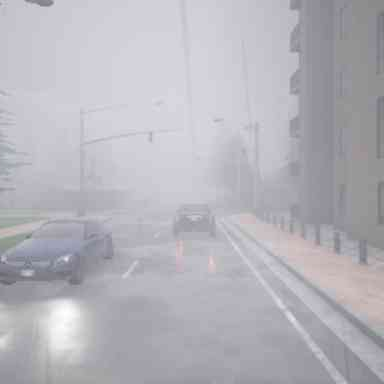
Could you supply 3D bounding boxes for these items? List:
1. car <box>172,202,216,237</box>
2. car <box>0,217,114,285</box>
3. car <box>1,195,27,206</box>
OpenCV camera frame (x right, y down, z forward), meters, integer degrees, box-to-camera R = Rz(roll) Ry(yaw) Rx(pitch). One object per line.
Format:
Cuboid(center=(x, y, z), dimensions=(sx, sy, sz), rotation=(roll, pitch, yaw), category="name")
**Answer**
Cuboid(center=(0.108, 1.282, 17.724), dimensions=(2.097, 1.767, 4.553), rotation=(0, 0, 0), category="car")
Cuboid(center=(-3.539, 1.488, 9.531), dimensions=(1.812, 1.442, 4.674), rotation=(0, 0, 1), category="car")
Cuboid(center=(-25.000, 0.980, 46.402), dimensions=(1.932, 1.855, 4.605), rotation=(0, 0, -1), category="car")
